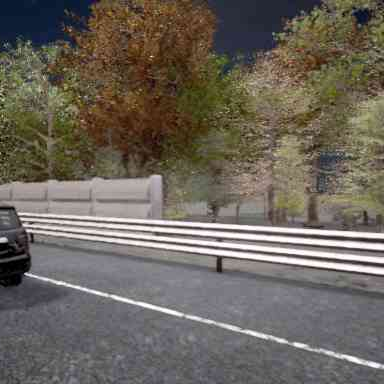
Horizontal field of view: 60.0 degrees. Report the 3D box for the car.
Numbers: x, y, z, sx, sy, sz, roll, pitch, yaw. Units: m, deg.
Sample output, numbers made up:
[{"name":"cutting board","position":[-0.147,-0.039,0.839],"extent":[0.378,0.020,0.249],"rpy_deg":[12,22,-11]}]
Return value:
[{"name":"car","position":[-6.276,1.274,8.342],"extent":[5.566,2.045,2.150],"rpy_deg":[0,0,36]}]
